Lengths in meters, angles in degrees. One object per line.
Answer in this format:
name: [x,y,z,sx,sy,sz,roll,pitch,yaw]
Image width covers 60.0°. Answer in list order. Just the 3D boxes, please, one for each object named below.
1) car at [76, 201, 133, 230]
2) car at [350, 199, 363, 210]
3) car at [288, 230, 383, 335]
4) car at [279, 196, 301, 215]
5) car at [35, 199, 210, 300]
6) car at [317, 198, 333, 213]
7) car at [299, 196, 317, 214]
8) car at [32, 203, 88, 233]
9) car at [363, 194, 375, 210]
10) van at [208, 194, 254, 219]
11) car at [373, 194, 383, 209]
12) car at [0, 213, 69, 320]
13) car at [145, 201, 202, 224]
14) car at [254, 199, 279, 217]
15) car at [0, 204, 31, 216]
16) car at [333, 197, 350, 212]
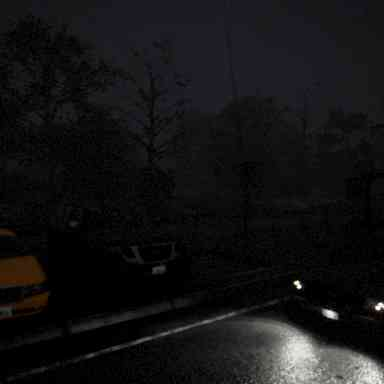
car: [-5.976,1.459,22.187,1.946,1.575,5.366,0,0,-36]
car: [16.501,1.366,38.473,2.231,1.521,4.892,0,0,-36]
car: [4.335,1.525,6.774,5.357,1.411,2.033,0,0,-35]
car: [7.469,1.401,32.018,2.097,1.535,5.008,0,0,-36]
car: [-2.270,1.227,8.952,2.435,2.045,5.566,0,0,-36]
car: [11.963,1.257,35.275,2.185,1.767,4.553,0,0,-36]
car: [9.725,1.432,33.634,2.002,1.452,4.674,0,0,-36]
car: [-8.358,1.501,20.748,2.163,1.488,4.792,0,0,-36]
car: [18.738,1.386,40.115,2.163,1.488,4.792,0,0,-36]
van: [2.880,1.195,28.888,1.878,1.987,4.442,0,0,-36]
car: [21.120,1.345,41.553,1.946,1.575,5.366,0,0,-36]
car: [-4.459,1.485,7.194,1.946,1.575,5.366,0,0,-36]
car: [-1.550,1.471,25.543,2.163,1.488,4.792,0,0,-36]
car: [5.208,1.451,30.405,2.002,1.452,4.674,0,0,-36]
car: [-10.603,1.483,19.116,2.231,1.521,4.892,0,0,-36]
car: [14.236,1.374,36.869,2.097,1.535,5.008,0,0,-36]
